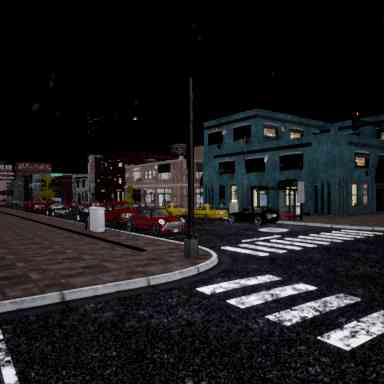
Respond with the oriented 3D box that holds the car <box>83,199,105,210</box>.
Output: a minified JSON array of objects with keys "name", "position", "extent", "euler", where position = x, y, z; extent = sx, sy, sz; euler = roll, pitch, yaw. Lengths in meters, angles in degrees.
[{"name":"car","position":[-15.549,2.002,52.480],"extent":[1.967,1.590,4.097],"euler":[-1,0,-36]}]

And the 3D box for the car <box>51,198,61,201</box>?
[{"name":"car","position":[-25.313,2.265,61.332],"extent":[1.812,1.442,4.674],"euler":[-1,0,-35]}]

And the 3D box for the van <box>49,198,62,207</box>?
[{"name":"van","position":[-28.999,2.173,70.661],"extent":[1.690,1.788,3.998],"euler":[-1,0,-36]}]

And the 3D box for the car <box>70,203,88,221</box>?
[{"name":"car","position":[-8.826,1.919,29.359],"extent":[2.008,1.369,4.403],"euler":[-1,0,-36]}]

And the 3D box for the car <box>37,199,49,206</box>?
[{"name":"car","position":[-35.819,2.494,79.889],"extent":[1.752,1.417,4.829],"euler":[-1,0,-36]}]

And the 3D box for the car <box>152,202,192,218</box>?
[{"name":"car","position":[-2.200,1.820,34.435],"extent":[1.752,1.417,4.829],"euler":[-1,0,-36]}]

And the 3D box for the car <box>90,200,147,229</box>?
[{"name":"car","position":[-5.470,1.616,24.812],"extent":[2.192,1.841,5.009],"euler":[-1,0,-36]}]

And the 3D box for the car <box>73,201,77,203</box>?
[{"name":"car","position":[-22.270,2.279,61.571],"extent":[1.802,1.307,4.206],"euler":[-1,0,-36]}]

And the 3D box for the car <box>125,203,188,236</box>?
[{"name":"car","position":[-2.104,1.673,20.268],"extent":[1.967,1.590,4.097],"euler":[-1,0,-36]}]

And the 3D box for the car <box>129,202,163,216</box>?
[{"name":"car","position":[-5.460,1.911,38.844],"extent":[2.008,1.369,4.403],"euler":[-1,0,-36]}]

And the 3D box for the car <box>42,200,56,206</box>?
[{"name":"car","position":[-32.356,2.444,75.207],"extent":[1.887,1.381,4.507],"euler":[-1,0,-36]}]

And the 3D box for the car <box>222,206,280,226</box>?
[{"name":"car","position":[4.627,1.724,25.208],"extent":[1.947,1.339,4.313],"euler":[-1,0,-36]}]

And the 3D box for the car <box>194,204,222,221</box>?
[{"name":"car","position":[1.163,1.753,29.890],"extent":[1.752,1.417,4.829],"euler":[-1,0,-36]}]

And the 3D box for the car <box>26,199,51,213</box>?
[{"name":"car","position":[-22.280,1.952,47.539],"extent":[2.192,1.841,5.009],"euler":[-1,0,-36]}]

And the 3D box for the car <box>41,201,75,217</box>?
[{"name":"car","position":[-15.551,2.053,38.449],"extent":[2.008,1.369,4.403],"euler":[-1,0,-36]}]

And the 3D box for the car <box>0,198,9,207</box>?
[{"name":"car","position":[-42.486,2.357,74.787],"extent":[2.192,1.841,5.009],"euler":[-1,0,-36]}]
